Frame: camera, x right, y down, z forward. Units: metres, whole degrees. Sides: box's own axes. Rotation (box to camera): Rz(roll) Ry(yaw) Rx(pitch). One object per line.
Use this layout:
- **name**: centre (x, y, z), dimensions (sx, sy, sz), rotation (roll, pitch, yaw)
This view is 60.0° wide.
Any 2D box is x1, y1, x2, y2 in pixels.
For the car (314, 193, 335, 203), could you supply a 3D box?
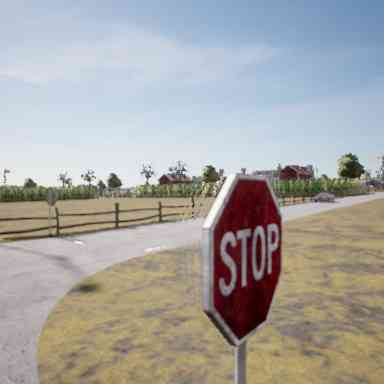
- **car**: centre (18.638, 0.770, 46.729), dimensions (1.994, 1.385, 4.181), rotation (0, 1, 36)
